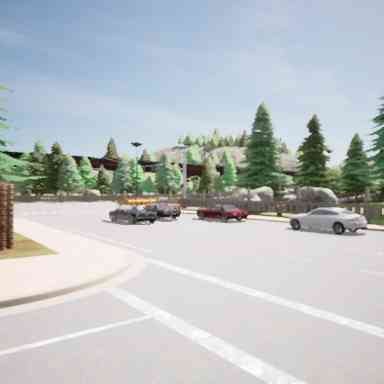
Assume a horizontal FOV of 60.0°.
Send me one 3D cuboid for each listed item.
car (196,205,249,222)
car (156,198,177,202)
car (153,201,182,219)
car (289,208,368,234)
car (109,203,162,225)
[{"bbox_3d":[2.411,1.744,27.883,1.895,1.301,4.718,0,0,-38],"label":"car"},{"bbox_3d":[-3.061,1.490,34.967,2.097,1.767,4.553,0,0,-38],"label":"car"},{"bbox_3d":[-3.065,1.720,29.247,1.895,1.301,4.718,0,0,-38],"label":"car"},{"bbox_3d":[8.194,1.675,20.388,1.812,1.442,4.674,0,0,-38],"label":"car"},{"bbox_3d":[-4.491,1.698,25.064,1.895,1.301,4.718,0,0,-38],"label":"car"}]
